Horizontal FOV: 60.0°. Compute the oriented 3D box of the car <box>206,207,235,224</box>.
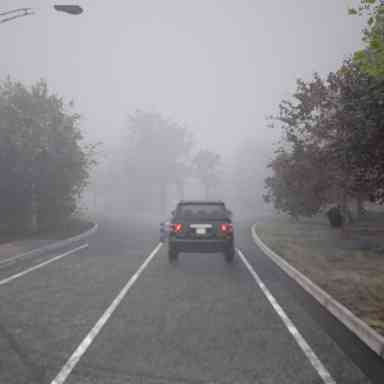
[{"bbox_3d":[2.607,2.019,29.490,1.994,1.385,4.181,-1,-2,13],"label":"car"}]

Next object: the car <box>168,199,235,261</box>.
[{"bbox_3d":[0.354,1.288,12.624,2.150,2.045,5.566,0,-1,2],"label":"car"}]
